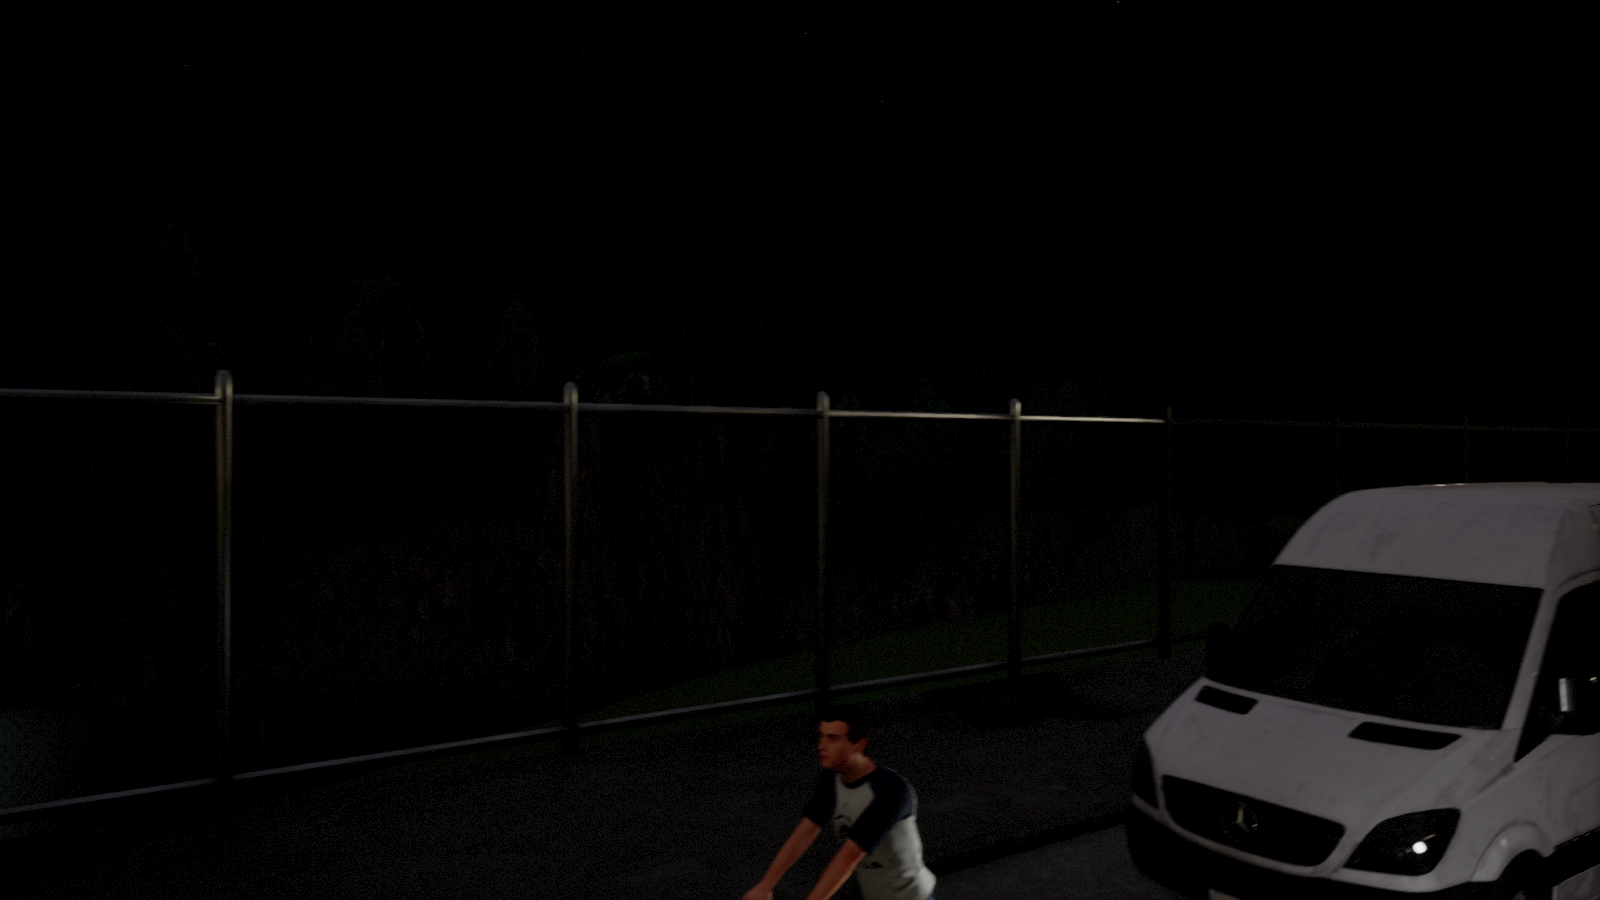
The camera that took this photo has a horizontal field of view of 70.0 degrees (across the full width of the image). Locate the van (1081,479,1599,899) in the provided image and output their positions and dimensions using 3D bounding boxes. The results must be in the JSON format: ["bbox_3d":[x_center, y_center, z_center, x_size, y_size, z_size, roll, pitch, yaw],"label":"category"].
[{"bbox_3d":[4.662,1.534,7.661,5.915,2.561,1.988,0,0,-35],"label":"van"}]

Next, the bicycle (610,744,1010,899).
[{"bbox_3d":[0.095,2.056,4.452,1.643,1.496,0.373,0,0,-35],"label":"bicycle"}]
